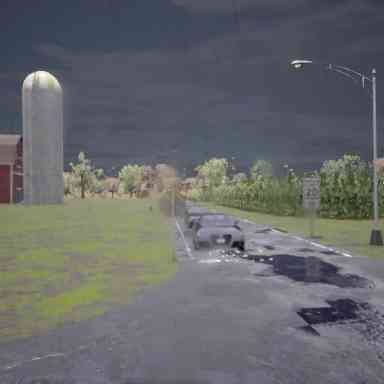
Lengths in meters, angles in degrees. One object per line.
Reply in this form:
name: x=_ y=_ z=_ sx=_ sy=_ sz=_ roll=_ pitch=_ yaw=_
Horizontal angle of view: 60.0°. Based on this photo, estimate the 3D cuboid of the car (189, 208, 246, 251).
car: x=1.038 y=1.626 z=14.281 sx=1.994 sy=1.385 sz=4.181 roll=-1 pitch=0 yaw=-1

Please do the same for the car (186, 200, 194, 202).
car: x=-0.381 y=1.612 z=31.820 sx=2.128 sy=1.511 sz=4.902 roll=-1 pitch=0 yaw=-5

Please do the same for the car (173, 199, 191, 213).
car: x=-1.262 y=1.630 z=40.971 sx=1.882 sy=1.535 sz=5.008 roll=-1 pitch=0 yaw=-6

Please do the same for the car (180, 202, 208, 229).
car: x=0.448 y=1.636 z=22.569 sx=2.033 sy=1.411 sz=5.357 roll=-1 pitch=0 yaw=-5
